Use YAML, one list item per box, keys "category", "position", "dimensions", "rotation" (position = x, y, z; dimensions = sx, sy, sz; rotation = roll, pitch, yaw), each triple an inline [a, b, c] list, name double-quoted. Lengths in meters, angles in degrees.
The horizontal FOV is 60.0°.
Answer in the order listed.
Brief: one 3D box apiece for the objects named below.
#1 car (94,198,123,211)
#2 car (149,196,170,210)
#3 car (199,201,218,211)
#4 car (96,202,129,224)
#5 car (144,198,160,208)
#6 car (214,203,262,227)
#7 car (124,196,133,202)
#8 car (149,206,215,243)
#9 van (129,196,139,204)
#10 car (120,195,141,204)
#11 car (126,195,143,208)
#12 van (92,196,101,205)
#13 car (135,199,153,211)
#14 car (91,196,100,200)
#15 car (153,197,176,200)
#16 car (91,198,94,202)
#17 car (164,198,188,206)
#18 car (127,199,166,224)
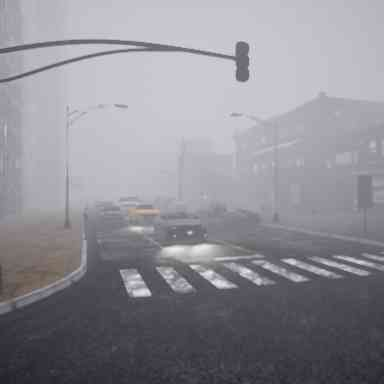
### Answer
- category: "car"
  position: [-7.966, 1.611, 31.361]
  dimensions: [1.967, 1.590, 4.097]
  rotation: [1, -1, -17]
- category: "car"
  position: [-4.959, 1.584, 49.750]
  dimensions: [2.192, 1.841, 5.009]
  rotation: [1, -1, -17]
- category: "car"
  position: [1.691, 1.586, 28.584]
  dimensions: [1.967, 1.590, 4.097]
  rotation: [1, -1, -17]
- category: "car"
  position: [-6.305, 1.720, 26.069]
  dimensions: [1.802, 1.307, 4.206]
  rotation: [1, -1, -17]
- category: "car"
  position: [-6.676, 1.823, 55.202]
  dimensions: [1.752, 1.417, 4.829]
  rotation: [1, -1, -17]
- category: "car"
  position: [3.354, 1.694, 23.289]
  dimensions: [1.802, 1.307, 4.206]
  rotation: [1, -1, -17]
- category: "car"
  position: [-16.602, 1.884, 86.787]
  dimensions: [1.967, 1.590, 4.097]
  rotation: [1, 0, -17]
- category: "car"
  position: [-0.663, 1.641, 16.737]
  dimensions: [1.994, 1.385, 4.181]
  rotation: [0, 0, -17]
- category: "van"
  position: [-13.275, 1.739, 76.206]
  dimensions: [1.690, 1.788, 3.998]
  rotation: [1, -1, -17]
- category: "car"
  position: [-6.970, 1.423, 36.830]
  dimensions: [2.150, 2.045, 5.566]
  rotation: [0, 0, -18]
- category: "car"
  position: [-9.853, 1.527, 56.303]
  dimensions: [2.150, 2.045, 5.566]
  rotation: [0, 0, -17]
- category: "van"
  position: [-19.606, 1.708, 68.402]
  dimensions: [1.690, 1.788, 3.998]
  rotation: [1, -1, -17]
- category: "car"
  position: [-6.797, 1.760, 46.754]
  dimensions: [1.837, 1.490, 4.892]
  rotation: [0, 0, -17]
- category: "car"
  position: [-14.619, 1.835, 52.526]
  dimensions: [1.887, 1.381, 4.507]
  rotation: [1, -1, -17]
- category: "car"
  position: [-3.295, 1.555, 44.457]
  dimensions: [2.192, 1.841, 5.009]
  rotation: [1, -1, -17]
- category: "car"
  position: [-12.957, 1.844, 47.234]
  dimensions: [1.802, 1.307, 4.206]
  rotation: [1, -1, -17]
- category: "car"
  position: [-1.635, 1.760, 39.164]
  dimensions: [2.008, 1.369, 4.403]
  rotation: [1, -1, -17]
- category: "car"
  position: [-3.776, 1.617, 26.628]
  dimensions: [1.882, 1.535, 5.008]
  rotation: [0, 0, -17]
